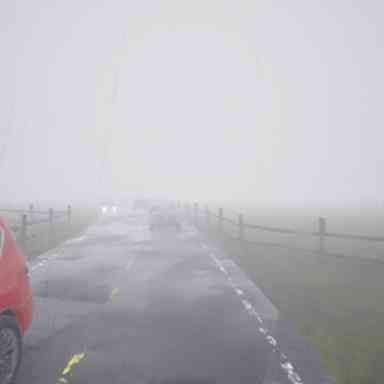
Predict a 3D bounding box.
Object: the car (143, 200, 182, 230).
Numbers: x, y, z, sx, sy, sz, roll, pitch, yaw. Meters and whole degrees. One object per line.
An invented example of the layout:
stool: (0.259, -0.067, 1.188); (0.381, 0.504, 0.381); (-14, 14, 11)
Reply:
car: (-1.802, 1.489, 20.722); (2.033, 1.411, 5.357); (0, 0, -9)

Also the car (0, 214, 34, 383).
car: (-3.018, 1.234, 1.981); (2.150, 2.045, 5.566); (0, 0, -2)

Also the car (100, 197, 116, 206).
car: (-12.607, 1.430, 49.942); (1.895, 1.301, 4.718); (0, 0, -21)

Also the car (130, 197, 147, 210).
car: (-6.432, 1.376, 40.559); (1.837, 1.490, 4.892); (0, 0, -17)
